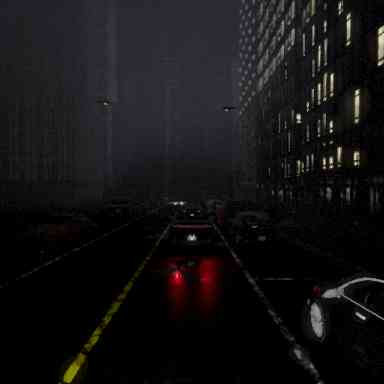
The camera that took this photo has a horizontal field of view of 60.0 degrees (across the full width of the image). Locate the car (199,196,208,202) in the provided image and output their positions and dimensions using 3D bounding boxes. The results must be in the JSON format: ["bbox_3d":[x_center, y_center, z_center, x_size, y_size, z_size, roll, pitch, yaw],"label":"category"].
[{"bbox_3d":[2.678,1.566,76.811,1.802,1.307,4.206,-1,0,0],"label":"car"}]

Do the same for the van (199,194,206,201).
[{"bbox_3d":[2.673,1.323,88.062,1.690,1.788,3.998,-1,0,0],"label":"van"}]

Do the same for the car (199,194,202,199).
[{"bbox_3d":[2.678,1.552,59.935,1.947,1.339,4.313,-1,0,0],"label":"car"}]

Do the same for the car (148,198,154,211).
[{"bbox_3d":[-5.703,1.571,37.434,1.802,1.307,4.206,-1,0,0],"label":"car"}]

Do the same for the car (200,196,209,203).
[{"bbox_3d":[2.677,1.510,71.355,1.752,1.417,4.829,-1,0,0],"label":"car"}]

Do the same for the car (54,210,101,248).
[{"bbox_3d":[-5.704,1.519,14.764,1.752,1.417,4.829,-1,0,0],"label":"car"}]

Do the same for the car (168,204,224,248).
[{"bbox_3d":[0.000,1.490,14.653,2.128,1.511,4.902,0,0,0],"label":"car"}]

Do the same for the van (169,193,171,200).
[{"bbox_3d":[-5.707,1.326,65.561,1.690,1.788,3.998,-1,0,0],"label":"van"}]

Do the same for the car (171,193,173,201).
[{"bbox_3d":[-5.703,1.533,82.436,2.008,1.369,4.403,-1,0,0],"label":"car"}]

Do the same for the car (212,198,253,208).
[{"bbox_3d":[2.672,1.308,20.559,2.192,1.841,5.009,-1,0,0],"label":"car"}]

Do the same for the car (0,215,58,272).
[{"bbox_3d":[-5.703,1.562,9.309,1.947,1.339,4.313,-1,0,0],"label":"car"}]

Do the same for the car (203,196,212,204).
[{"bbox_3d":[2.677,1.540,37.434,2.008,1.369,4.403,-1,0,0],"label":"car"}]

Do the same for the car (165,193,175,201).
[{"bbox_3d":[-5.707,1.296,88.062,2.192,1.841,5.009,-1,0,0],"label":"car"}]

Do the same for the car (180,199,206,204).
[{"bbox_3d":[0.001,1.608,29.686,1.895,1.301,4.718,0,0,0],"label":"car"}]

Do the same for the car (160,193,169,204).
[{"bbox_3d":[-5.705,1.426,59.935,1.967,1.590,4.097,-1,0,0],"label":"car"}]

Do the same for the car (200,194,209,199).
[{"bbox_3d":[2.677,1.512,54.480,1.752,1.417,4.829,-1,0,0],"label":"car"}]

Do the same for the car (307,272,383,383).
[{"bbox_3d":[2.677,1.549,3.684,2.008,1.369,4.403,-1,0,0],"label":"car"}]

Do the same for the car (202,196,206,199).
[{"bbox_3d":[2.677,1.533,43.059,1.887,1.381,4.507,-1,0,0],"label":"car"}]

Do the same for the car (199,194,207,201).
[{"bbox_3d":[2.675,1.423,82.437,1.967,1.590,4.097,-1,0,0],"label":"car"}]

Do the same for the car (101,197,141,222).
[{"bbox_3d":[-5.708,1.306,26.184,2.192,1.841,5.009,-1,0,0],"label":"car"}]

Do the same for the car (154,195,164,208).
[{"bbox_3d":[-5.703,1.532,48.684,1.887,1.381,4.507,-1,0,0],"label":"car"}]

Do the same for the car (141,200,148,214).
[{"bbox_3d":[-5.703,1.535,31.810,1.887,1.381,4.507,-1,0,0],"label":"car"}]

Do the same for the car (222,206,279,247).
[{"bbox_3d":[2.677,1.545,14.934,2.008,1.369,4.403,-1,0,0],"label":"car"}]

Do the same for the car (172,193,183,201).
[{"bbox_3d":[-2.999,1.473,75.893,1.895,1.301,4.718,0,0,0],"label":"car"}]
